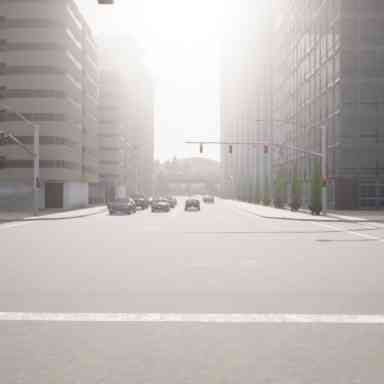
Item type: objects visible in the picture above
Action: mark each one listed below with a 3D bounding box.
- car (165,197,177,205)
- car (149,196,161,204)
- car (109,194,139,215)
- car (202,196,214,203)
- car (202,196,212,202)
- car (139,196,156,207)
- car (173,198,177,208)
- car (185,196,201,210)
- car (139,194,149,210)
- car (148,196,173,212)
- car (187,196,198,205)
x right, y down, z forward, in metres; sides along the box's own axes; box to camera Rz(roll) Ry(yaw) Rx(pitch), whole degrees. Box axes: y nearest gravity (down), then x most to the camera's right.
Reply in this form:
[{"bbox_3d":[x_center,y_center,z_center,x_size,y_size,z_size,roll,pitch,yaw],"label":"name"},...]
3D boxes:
[{"bbox_3d":[-3.623,1.601,57.869,1.895,1.301,4.718,0,0,0],"label":"car"},{"bbox_3d":[-7.095,1.505,64.385,1.837,1.490,4.892,0,0,0],"label":"car"},{"bbox_3d":[-7.127,1.352,34.397,2.097,1.767,4.553,0,0,0],"label":"car"},{"bbox_3d":[3.448,1.505,67.456,1.837,1.490,4.892,0,0,0],"label":"car"},{"bbox_3d":[3.442,1.528,76.123,1.994,1.385,4.181,0,0,0],"label":"car"},{"bbox_3d":[-7.131,1.491,53.946,2.128,1.511,4.902,0,0,0],"label":"car"},{"bbox_3d":[-3.633,1.352,48.100,2.097,1.767,4.553,0,0,0],"label":"car"},{"bbox_3d":[0.059,1.504,43.684,1.837,1.490,4.892,0,0,0],"label":"car"},{"bbox_3d":[-7.131,1.221,43.986,2.150,2.045,5.566,0,0,0],"label":"car"},{"bbox_3d":[-3.630,1.505,38.896,1.837,1.490,4.892,0,0,0],"label":"car"},{"bbox_3d":[0.056,1.477,60.608,1.882,1.535,5.008,0,0,0],"label":"car"}]
